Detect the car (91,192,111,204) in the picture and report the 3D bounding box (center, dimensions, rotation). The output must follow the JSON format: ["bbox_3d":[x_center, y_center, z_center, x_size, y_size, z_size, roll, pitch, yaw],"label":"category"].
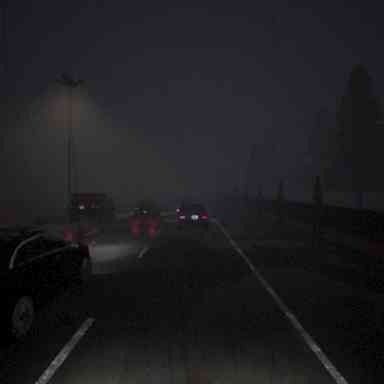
[{"bbox_3d":[-14.978,0.963,54.959,2.097,1.767,4.553,0,0,-1],"label":"car"}]

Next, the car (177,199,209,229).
[{"bbox_3d":[0.046,1.402,20.521,2.033,1.411,5.357,0,0,-1],"label":"car"}]

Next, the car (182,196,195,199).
[{"bbox_3d":[-0.442,1.199,39.297,1.882,1.535,5.008,0,0,-1],"label":"car"}]

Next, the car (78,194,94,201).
[{"bbox_3d":[-22.290,1.096,70.300,1.895,1.301,4.718,0,0,-1],"label":"car"}]

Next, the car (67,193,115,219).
[{"bbox_3d":[-7.013,1.053,23.666,2.150,2.045,5.566,0,0,-1],"label":"car"}]

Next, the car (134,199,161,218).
[{"bbox_3d":[-3.611,1.332,27.347,1.812,1.442,4.674,0,0,-2],"label":"car"}]

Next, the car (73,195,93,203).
[{"bbox_3d":[-18.506,1.163,56.580,1.994,1.385,4.181,0,0,-1],"label":"car"}]

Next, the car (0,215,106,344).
[{"bbox_3d":[-3.402,1.446,6.315,2.128,1.511,4.902,0,0,0],"label":"car"}]
